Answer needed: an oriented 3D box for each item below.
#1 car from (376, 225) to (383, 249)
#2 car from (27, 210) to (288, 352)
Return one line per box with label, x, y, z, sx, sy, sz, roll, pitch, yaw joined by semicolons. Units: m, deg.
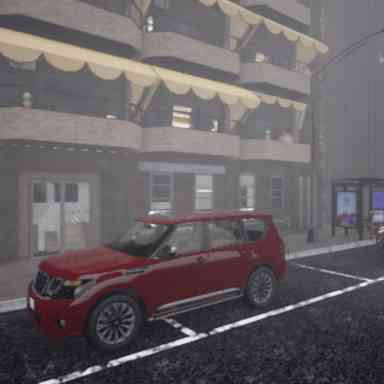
car;8.902;1.430;12.905;4.097;1.590;1.967;0;0;-35
car;-0.298;1.313;6.347;5.009;1.841;2.192;0;0;-35
